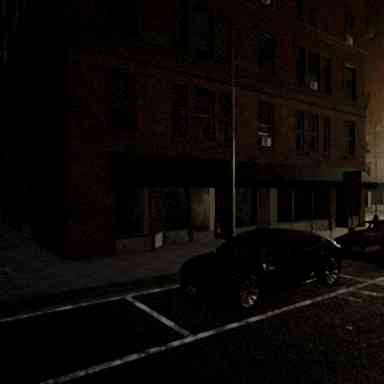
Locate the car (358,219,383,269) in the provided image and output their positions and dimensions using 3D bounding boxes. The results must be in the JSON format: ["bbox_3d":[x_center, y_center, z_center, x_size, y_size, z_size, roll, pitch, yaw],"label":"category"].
[{"bbox_3d":[6.250,1.574,10.962,4.206,1.307,1.802,0,0,-35],"label":"car"}]

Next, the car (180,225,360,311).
[{"bbox_3d":[1.764,1.561,7.778,4.313,1.339,1.947,0,0,-35],"label":"car"}]
